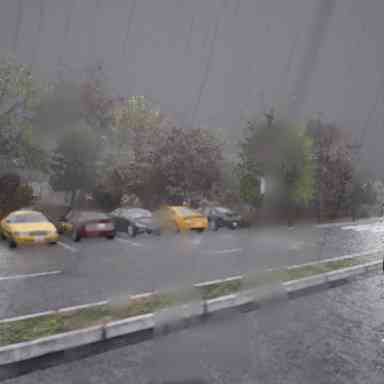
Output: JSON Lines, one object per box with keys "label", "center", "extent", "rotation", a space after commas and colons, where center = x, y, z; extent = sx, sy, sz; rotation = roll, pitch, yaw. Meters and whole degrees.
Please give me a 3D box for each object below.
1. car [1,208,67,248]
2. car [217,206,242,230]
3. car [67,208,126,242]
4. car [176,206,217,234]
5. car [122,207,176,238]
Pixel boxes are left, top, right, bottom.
{"label": "car", "center": [-7.679, 1.554, 15.536], "extent": [1.946, 1.575, 5.366], "rotation": [1, -1, -35]}
{"label": "car", "center": [1.197, 1.670, 22.068], "extent": [2.231, 1.521, 4.892], "rotation": [1, 0, -35]}
{"label": "car", "center": [-5.554, 1.620, 17.310], "extent": [2.163, 1.488, 4.792], "rotation": [1, -1, -35]}
{"label": "car", "center": [-1.049, 1.645, 20.472], "extent": [2.097, 1.535, 5.008], "rotation": [1, 0, -35]}
{"label": "car", "center": [-3.299, 1.619, 18.886], "extent": [2.231, 1.521, 4.892], "rotation": [1, 0, -35]}
